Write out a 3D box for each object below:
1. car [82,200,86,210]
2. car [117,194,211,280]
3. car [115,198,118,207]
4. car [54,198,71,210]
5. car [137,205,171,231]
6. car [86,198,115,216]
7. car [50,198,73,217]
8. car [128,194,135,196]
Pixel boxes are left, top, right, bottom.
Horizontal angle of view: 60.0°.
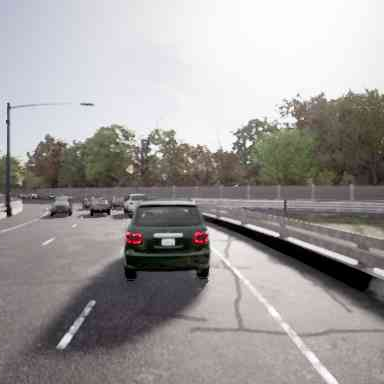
[{"bbox_3d":[-13.441,1.603,44.029,1.895,1.301,4.718,0,0,-24],"label":"car"},{"bbox_3d":[-0.786,1.221,10.179,2.150,2.045,5.566,0,0,-5],"label":"car"},{"bbox_3d":[-9.955,1.492,44.794,2.128,1.511,4.902,0,0,-23],"label":"car"},{"bbox_3d":[-16.841,1.508,43.047,1.837,1.490,4.892,0,0,-24],"label":"car"},{"bbox_3d":[-2.628,1.600,21.905,1.895,1.301,4.718,0,0,-11],"label":"car"},{"bbox_3d":[-9.179,1.491,33.120,2.128,1.511,4.902,0,0,-18],"label":"car"},{"bbox_3d":[-12.446,1.529,31.901,1.812,1.442,4.674,0,0,-17],"label":"car"},{"bbox_3d":[-5.591,1.223,33.436,2.150,2.045,5.566,0,0,-17],"label":"car"}]
